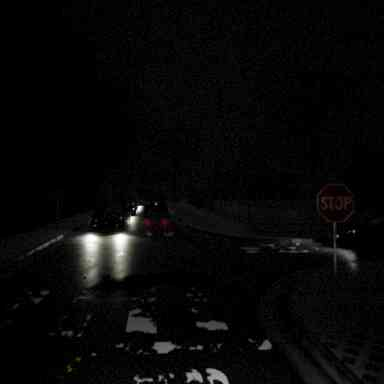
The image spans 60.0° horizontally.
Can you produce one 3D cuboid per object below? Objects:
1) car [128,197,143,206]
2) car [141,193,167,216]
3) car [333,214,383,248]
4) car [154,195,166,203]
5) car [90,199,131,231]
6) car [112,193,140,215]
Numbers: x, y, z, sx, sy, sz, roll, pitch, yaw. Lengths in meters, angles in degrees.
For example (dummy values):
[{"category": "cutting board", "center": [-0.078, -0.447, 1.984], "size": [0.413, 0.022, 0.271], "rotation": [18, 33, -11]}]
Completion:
[{"category": "car", "center": [-9.056, 1.524, 53.604], "size": [1.895, 1.301, 4.718], "rotation": [0, 0, -4]}, {"category": "car", "center": [-3.545, 1.152, 32.081], "size": [2.150, 2.045, 5.566], "rotation": [0, 0, -7]}, {"category": "car", "center": [8.817, 1.716, 15.037], "size": [4.674, 1.442, 1.812], "rotation": [1, -3, -4]}, {"category": "car", "center": [-6.494, 1.470, 68.558], "size": [1.882, 1.535, 5.008], "rotation": [0, 0, 2]}, {"category": "car", "center": [-5.011, 1.429, 20.593], "size": [1.882, 1.535, 5.008], "rotation": [0, 0, -8]}, {"category": "car", "center": [-6.663, 1.136, 33.204], "size": [2.150, 2.045, 5.566], "rotation": [0, 0, -8]}]
